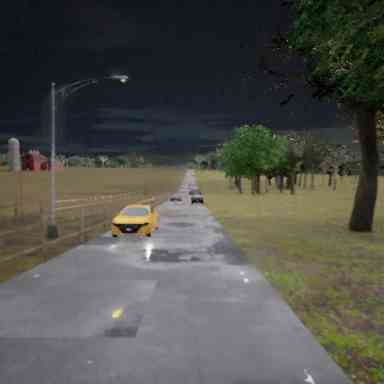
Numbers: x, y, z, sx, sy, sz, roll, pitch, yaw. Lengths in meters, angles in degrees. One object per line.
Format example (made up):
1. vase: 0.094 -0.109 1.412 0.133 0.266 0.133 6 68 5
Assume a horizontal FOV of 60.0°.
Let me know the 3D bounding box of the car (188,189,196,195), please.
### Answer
1. car: -0.011 0.032 85.992 1.895 1.301 4.718 0 2 0

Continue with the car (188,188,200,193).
1. car: 0.816 0.493 66.676 2.150 2.045 5.566 0 2 0

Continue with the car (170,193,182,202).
1. car: -2.808 0.970 58.098 1.882 1.535 5.008 0 1 1

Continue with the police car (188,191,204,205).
1. police car: 0.818 1.063 50.771 1.930 1.638 5.238 0 1 0

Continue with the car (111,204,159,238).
1. car: -2.850 1.414 17.506 1.882 1.535 5.008 0 0 0
